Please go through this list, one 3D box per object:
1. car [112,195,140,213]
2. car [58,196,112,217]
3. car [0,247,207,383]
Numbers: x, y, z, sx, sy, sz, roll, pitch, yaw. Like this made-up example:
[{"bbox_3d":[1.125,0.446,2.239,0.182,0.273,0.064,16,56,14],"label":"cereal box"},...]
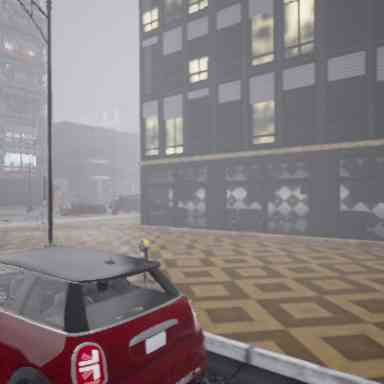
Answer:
[{"bbox_3d":[-6.190,1.192,33.798,2.192,1.841,5.009,-1,0,36],"label":"car"},{"bbox_3d":[-9.506,1.329,29.294,1.967,1.590,4.097,-1,0,36],"label":"car"},{"bbox_3d":[-1.920,1.436,4.261,4.097,1.590,1.967,0,-1,35],"label":"car"}]
